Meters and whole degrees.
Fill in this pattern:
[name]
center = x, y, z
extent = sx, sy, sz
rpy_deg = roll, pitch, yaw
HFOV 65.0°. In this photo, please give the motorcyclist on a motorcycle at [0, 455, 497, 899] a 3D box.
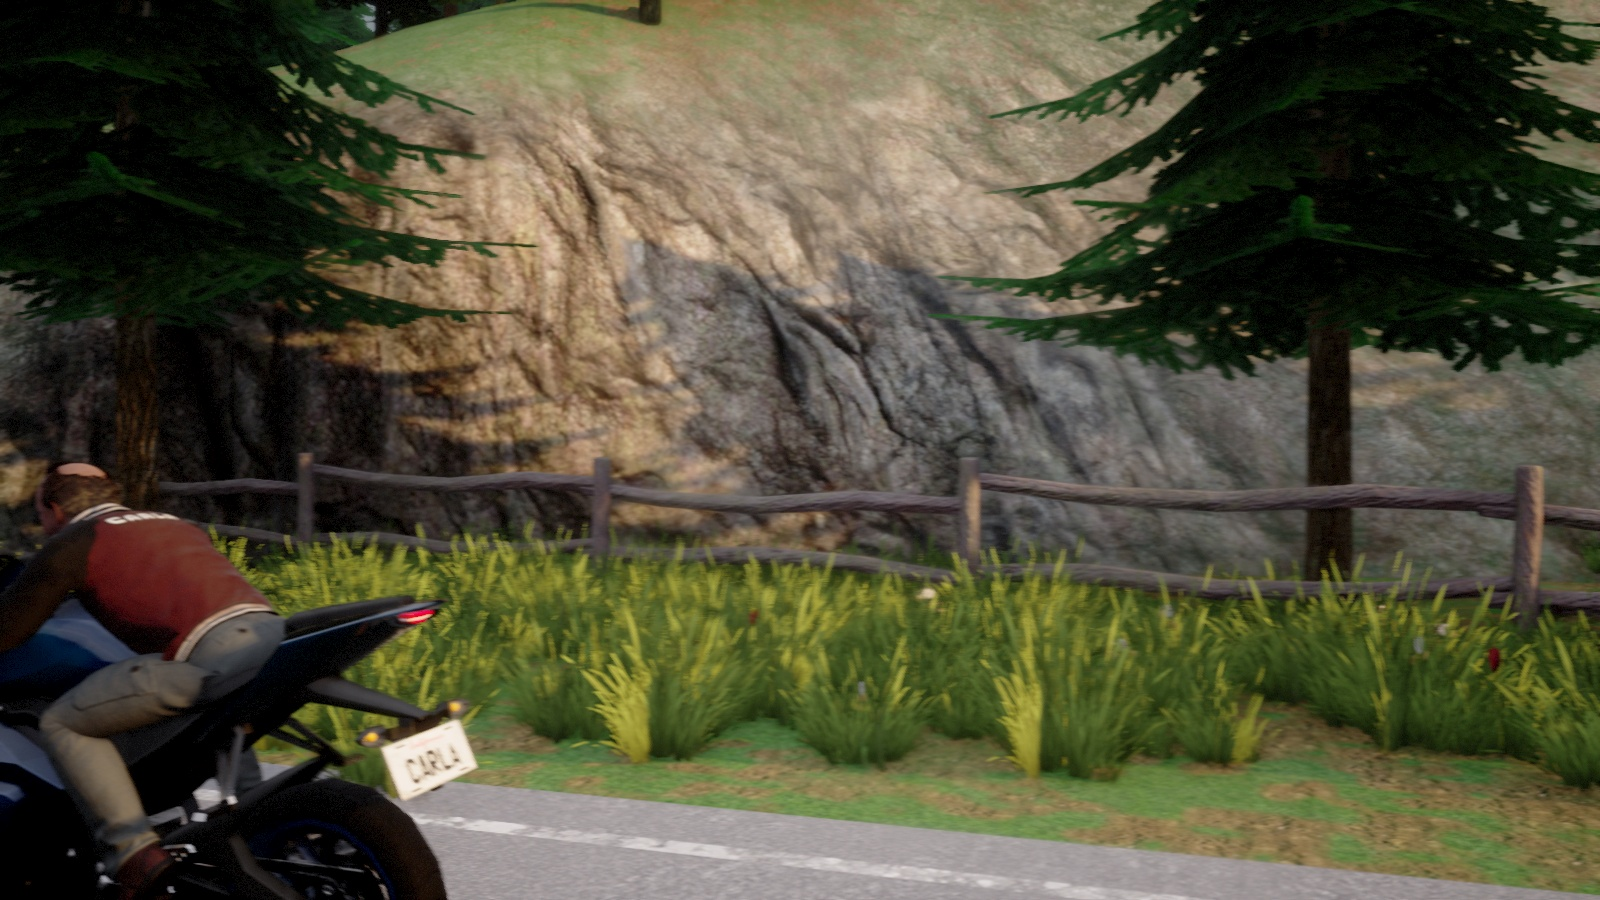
[motorcyclist on a motorcycle]
center = -2.055, 0.796, 3.571
extent = 2.191, 1.530, 0.866
rpy_deg = 1, 1, 18
